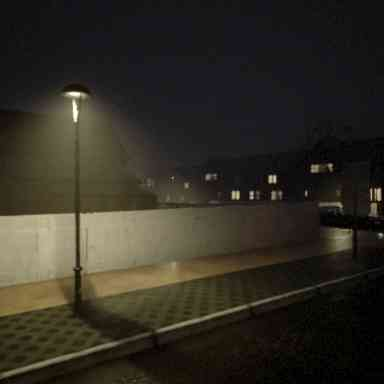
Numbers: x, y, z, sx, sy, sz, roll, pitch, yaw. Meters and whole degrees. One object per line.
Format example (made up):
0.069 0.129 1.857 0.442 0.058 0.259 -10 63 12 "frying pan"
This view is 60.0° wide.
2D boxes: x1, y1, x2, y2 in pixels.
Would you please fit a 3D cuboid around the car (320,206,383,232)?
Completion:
9.015 1.576 20.122 2.033 1.411 5.357 1 -1 -36 "car"
